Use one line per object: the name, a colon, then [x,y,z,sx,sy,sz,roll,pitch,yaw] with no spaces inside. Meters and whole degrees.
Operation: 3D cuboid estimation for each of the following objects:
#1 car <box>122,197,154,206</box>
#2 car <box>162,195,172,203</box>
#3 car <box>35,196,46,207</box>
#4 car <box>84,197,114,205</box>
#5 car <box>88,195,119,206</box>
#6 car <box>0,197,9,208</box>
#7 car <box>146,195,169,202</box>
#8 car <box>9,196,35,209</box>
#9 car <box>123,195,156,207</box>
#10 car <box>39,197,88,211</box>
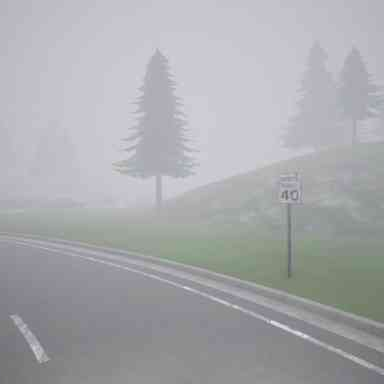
car: [-8.981,1.547,55.721,2.033,1.411,5.357,0,0,38]
car: [-5.968,1.492,65.212,2.128,1.511,4.902,0,0,38]
car: [-17.736,1.492,44.460,2.128,1.511,4.902,0,0,38]
car: [-16.133,1.601,57.923,1.895,1.301,4.718,0,0,38]
car: [-14.339,1.352,54.525,2.097,1.767,4.553,0,0,38]
car: [-25.404,1.477,45.996,1.882,1.535,5.008,0,0,38]
car: [-7.139,1.330,69.353,1.882,1.535,5.008,0,0,38]
car: [-21.670,1.351,45.106,2.097,1.767,4.553,0,0,38]
car: [-7.897,1.352,51.412,2.097,1.767,4.553,0,0,38]
car: [-15.825,1.601,41.219,1.895,1.301,4.718,0,0,38]
